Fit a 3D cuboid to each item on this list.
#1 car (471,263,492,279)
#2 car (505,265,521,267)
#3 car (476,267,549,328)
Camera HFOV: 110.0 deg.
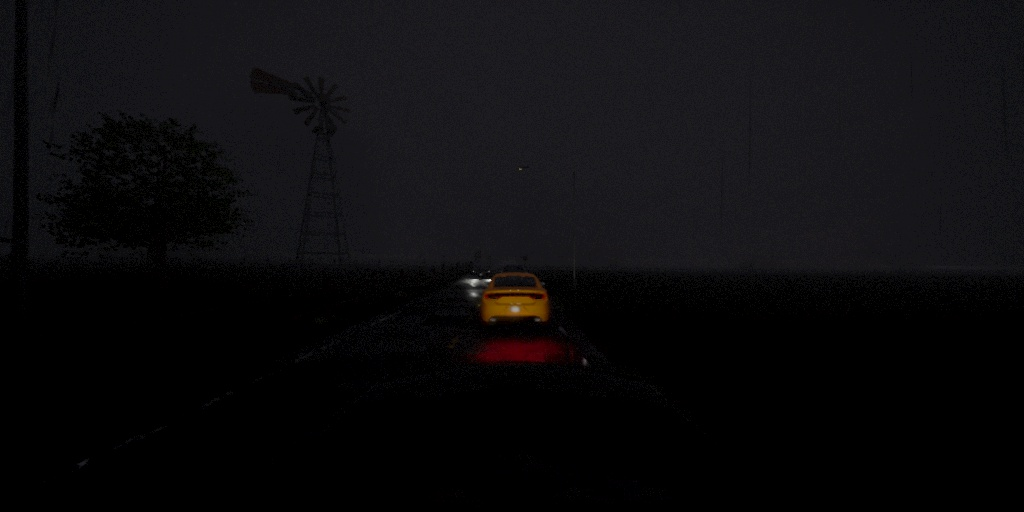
[{"bbox_3d":[-2.836,1.412,35.063,1.812,1.442,4.674,0,0,0],"label":"car"},{"bbox_3d":[0.090,1.404,27.441,2.033,1.411,5.357,0,0,0],"label":"car"},{"bbox_3d":[0.083,1.270,11.647,1.882,1.535,5.008,0,-1,0],"label":"car"}]
